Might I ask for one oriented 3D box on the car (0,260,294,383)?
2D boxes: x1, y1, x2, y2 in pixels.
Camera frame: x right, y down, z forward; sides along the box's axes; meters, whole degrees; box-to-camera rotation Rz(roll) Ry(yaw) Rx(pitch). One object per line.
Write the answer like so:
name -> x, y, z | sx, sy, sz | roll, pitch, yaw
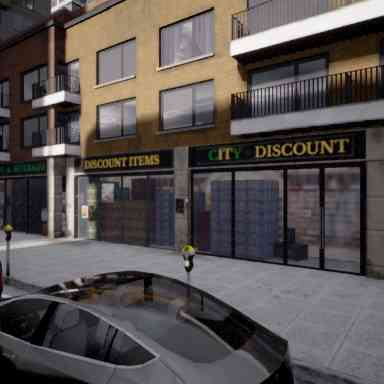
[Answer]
car -> -1.099, 1.566, 3.586 | 4.313, 1.339, 1.947 | 0, 0, 35
